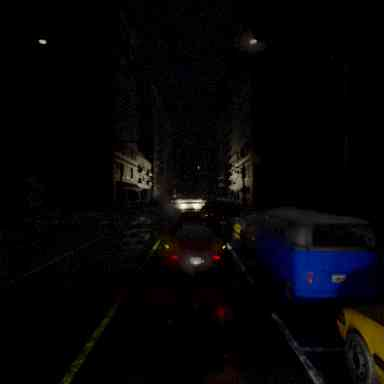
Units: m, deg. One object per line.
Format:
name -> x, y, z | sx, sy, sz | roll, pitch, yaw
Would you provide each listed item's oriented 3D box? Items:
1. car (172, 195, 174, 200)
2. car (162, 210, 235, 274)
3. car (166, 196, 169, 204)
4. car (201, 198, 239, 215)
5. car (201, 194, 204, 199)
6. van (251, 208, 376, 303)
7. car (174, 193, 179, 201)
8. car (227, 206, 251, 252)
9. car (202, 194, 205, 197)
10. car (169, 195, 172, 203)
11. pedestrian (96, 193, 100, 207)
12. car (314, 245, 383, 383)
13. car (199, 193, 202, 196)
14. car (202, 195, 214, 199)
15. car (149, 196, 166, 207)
car -> -5.302, 1.500, 67.923 | 1.887, 1.381, 4.507 | 1, 0, 1
car -> 0.093, 1.520, 10.476 | 1.812, 1.442, 4.674 | 0, 0, 0
car -> -5.447, 1.530, 56.865 | 1.947, 1.339, 4.313 | 1, 0, 1
car -> 2.569, 1.491, 26.928 | 1.837, 1.490, 4.892 | -3, -1, 37
car -> 3.150, 1.510, 62.289 | 2.008, 1.369, 4.403 | 1, 0, 1
van -> 2.680, 1.336, 7.892 | 1.690, 1.788, 3.998 | 1, 0, 0
car -> -5.086, 1.466, 84.339 | 1.752, 1.417, 4.829 | 1, 0, 1
car -> 2.680, 1.517, 13.735 | 1.752, 1.417, 4.829 | 1, 0, 0
car -> 3.078, 1.508, 56.759 | 1.887, 1.381, 4.507 | 1, 0, 1
car -> -5.374, 1.511, 62.394 | 2.008, 1.369, 4.403 | 1, 0, 1
pedestrian -> -12.345, 1.027, 43.606 | 0.375, 1.860, 0.375 | 0, -1, 0
car -> 2.676, 1.524, 2.388 | 1.752, 1.417, 4.829 | 1, 0, 0
car -> 3.368, 1.510, 78.880 | 1.947, 1.339, 4.313 | 1, 0, 1
car -> 3.006, 1.534, 51.229 | 1.947, 1.339, 4.313 | 1, 0, 1
car -> -5.519, 1.551, 51.336 | 1.802, 1.307, 4.206 | 1, 0, 1
